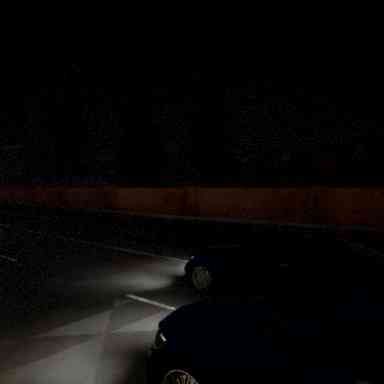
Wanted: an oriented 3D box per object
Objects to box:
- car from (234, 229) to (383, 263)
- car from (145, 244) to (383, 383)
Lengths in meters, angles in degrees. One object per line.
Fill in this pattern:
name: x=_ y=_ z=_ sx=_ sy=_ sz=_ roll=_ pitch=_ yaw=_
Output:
car: x=1.995 y=1.524 z=6.978 sx=4.674 sy=1.442 sz=1.812 roll=1 pitch=0 yaw=37
car: x=1.699 y=1.535 z=2.860 sx=4.674 sy=1.442 sz=1.812 roll=1 pitch=0 yaw=36
